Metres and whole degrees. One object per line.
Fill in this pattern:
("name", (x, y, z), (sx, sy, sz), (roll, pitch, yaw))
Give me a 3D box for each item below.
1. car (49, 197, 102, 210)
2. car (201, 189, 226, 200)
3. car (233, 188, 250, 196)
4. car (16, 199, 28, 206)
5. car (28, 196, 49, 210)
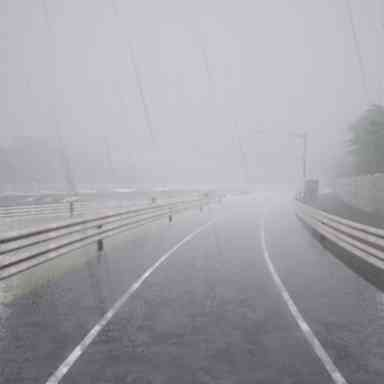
("car", (-11.646, 1.244, 34.430), (1.882, 1.535, 5.008), (1, 2, 35))
("car", (4.013, 0.649, 56.700), (1.895, 1.301, 4.718), (1, 2, 35))
("car", (10.880, -0.040, 72.553), (2.097, 1.767, 4.553), (1, 2, 35))
("car", (-17.374, 1.219, 38.453), (2.033, 1.411, 5.357), (1, 2, 35))
("car", (-14.510, 1.265, 36.442), (2.033, 1.411, 5.357), (1, 2, 35))
